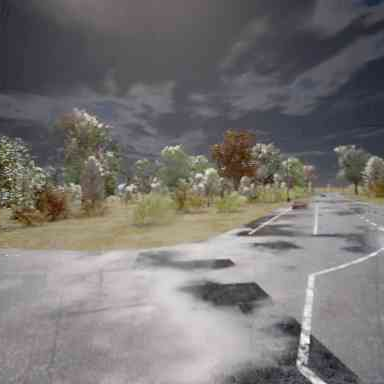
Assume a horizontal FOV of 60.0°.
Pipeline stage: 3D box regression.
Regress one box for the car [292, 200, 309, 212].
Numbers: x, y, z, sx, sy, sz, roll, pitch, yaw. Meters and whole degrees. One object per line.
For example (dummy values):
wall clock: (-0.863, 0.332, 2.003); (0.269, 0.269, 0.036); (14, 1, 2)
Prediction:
car: (13.079, 1.599, 40.062); (1.895, 1.301, 4.718); (-3, -1, 21)
